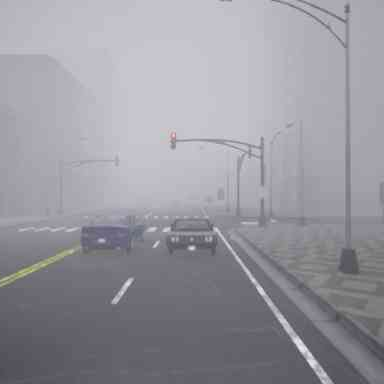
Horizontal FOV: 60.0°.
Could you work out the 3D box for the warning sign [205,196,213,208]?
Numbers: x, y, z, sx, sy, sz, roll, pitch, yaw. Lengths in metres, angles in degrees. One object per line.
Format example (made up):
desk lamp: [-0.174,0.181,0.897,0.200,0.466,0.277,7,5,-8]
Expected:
warning sign: [2.836,1.606,54.611,1.300,1.860,1.060,0,-1,0]

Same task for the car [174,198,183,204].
car: [-3.267,2.137,81.120,2.033,1.411,5.357,0,0,0]

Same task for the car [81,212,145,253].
car: [-3.246,1.614,14.473,1.882,1.535,5.008,0,0,0]

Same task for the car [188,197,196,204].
car: [-0.017,2.075,81.121,1.882,1.535,5.008,0,0,0]

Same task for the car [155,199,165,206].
car: [-6.516,2.119,68.377,2.128,1.511,4.902,0,0,0]

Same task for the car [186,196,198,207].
car: [-0.013,1.804,66.270,2.150,2.045,5.566,0,0,0]

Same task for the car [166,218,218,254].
car: [-0.001,1.733,14.106,1.895,1.301,4.718,0,0,0]

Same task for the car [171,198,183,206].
car: [-3.261,2.097,66.539,1.837,1.490,4.892,0,0,0]

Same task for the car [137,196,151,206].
car: [-9.764,1.827,68.230,2.150,2.045,5.566,0,0,0]
